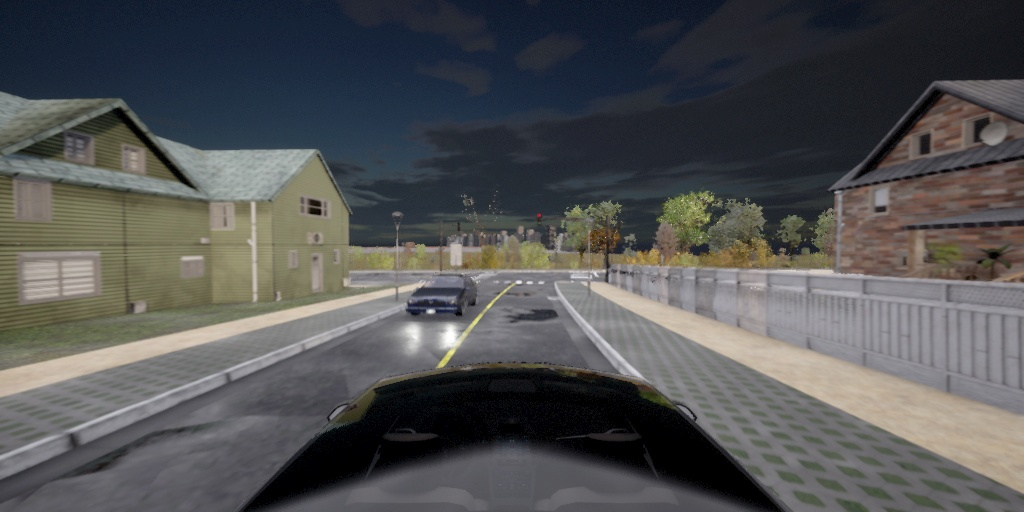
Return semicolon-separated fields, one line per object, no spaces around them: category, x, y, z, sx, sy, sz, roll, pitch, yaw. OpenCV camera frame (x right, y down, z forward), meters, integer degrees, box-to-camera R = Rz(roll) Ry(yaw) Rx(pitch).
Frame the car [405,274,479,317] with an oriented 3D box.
car;-2.460;1.418;14.090;2.033;1.411;5.357;0;-1;3
